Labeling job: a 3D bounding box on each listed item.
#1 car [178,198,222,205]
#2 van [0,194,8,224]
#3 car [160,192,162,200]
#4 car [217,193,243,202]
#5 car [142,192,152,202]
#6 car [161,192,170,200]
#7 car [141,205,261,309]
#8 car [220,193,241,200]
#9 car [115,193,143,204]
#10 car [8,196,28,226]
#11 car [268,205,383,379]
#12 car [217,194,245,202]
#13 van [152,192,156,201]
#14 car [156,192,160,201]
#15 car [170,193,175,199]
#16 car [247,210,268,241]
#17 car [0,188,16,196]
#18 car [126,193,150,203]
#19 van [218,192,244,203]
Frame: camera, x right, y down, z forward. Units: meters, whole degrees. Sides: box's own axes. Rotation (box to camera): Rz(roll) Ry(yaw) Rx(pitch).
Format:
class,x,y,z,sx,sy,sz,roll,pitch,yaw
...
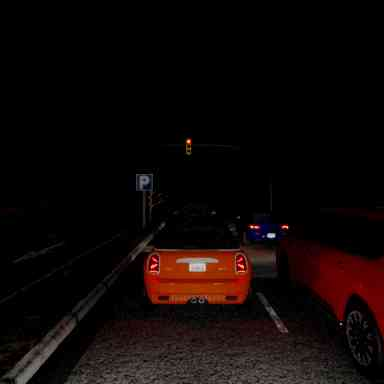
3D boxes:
class,x,y,z,sx,sy,sz,roll,pitch,yaw
car,0.141,1.376,16.696,2.097,1.767,4.553,0,0,0
van,-13.642,1.294,19.505,4.442,1.987,1.878,-1,0,-20
car,-9.797,1.352,75.248,4.674,1.452,2.002,-1,0,-13
car,7.529,1.135,65.898,4.553,1.767,2.185,1,0,-14
car,-10.932,1.309,63.287,5.366,1.575,1.946,-1,0,-15
car,-8.629,1.349,84.234,4.674,1.452,2.002,-1,0,-12
car,0.101,1.363,8.049,2.097,1.767,4.553,0,0,0
car,9.289,1.121,80.602,4.553,1.767,2.185,1,0,-12
car,-11.570,1.352,60.294,4.792,1.488,2.163,-1,0,-15
car,-13.673,1.400,22.483,4.553,1.767,2.185,-1,0,-19
car,3.099,1.229,5.660,2.150,2.045,5.566,0,0,-1
car,8.059,1.257,68.893,5.366,1.575,1.946,1,0,-13
van,-10.386,1.086,69.280,4.442,1.987,1.878,-1,0,-14
car,-10.164,1.314,72.252,4.892,1.521,2.231,-1,0,-14
car,-8.186,1.056,87.241,5.566,2.045,2.435,-1,0,-12
car,3.130,1.547,15.354,1.812,1.442,4.674,0,0,0
car,-28.271,0.131,51.126,2.002,1.452,4.674,6,-3,-20
car,-10.845,1.189,66.239,4.553,1.767,2.185,-1,0,-14
van,7.152,1.036,62.928,4.442,1.987,1.878,1,0,-14
